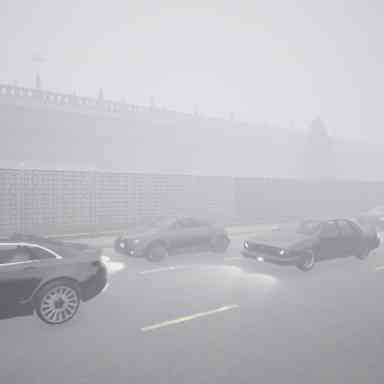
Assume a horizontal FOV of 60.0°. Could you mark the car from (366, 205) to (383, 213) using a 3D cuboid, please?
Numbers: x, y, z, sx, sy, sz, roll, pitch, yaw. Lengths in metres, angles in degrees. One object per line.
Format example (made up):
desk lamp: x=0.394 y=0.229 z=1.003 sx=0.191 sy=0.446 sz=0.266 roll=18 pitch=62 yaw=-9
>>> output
car: x=12.220 y=1.525 z=20.919 sx=4.674 sy=1.442 sz=1.812 roll=0 pitch=0 yaw=-35

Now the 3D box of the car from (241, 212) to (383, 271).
car: x=4.155 y=1.548 z=11.105 sx=5.357 sy=1.411 sz=2.033 roll=0 pitch=0 yaw=-35

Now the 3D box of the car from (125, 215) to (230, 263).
car: x=-0.641 y=1.564 z=12.040 sx=4.181 sy=1.385 sz=1.994 roll=0 pitch=0 yaw=-34

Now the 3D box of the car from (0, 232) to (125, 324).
car: x=-3.890 y=1.492 z=5.550 sx=4.902 sy=1.511 sz=2.128 roll=0 pitch=0 yaw=-35
